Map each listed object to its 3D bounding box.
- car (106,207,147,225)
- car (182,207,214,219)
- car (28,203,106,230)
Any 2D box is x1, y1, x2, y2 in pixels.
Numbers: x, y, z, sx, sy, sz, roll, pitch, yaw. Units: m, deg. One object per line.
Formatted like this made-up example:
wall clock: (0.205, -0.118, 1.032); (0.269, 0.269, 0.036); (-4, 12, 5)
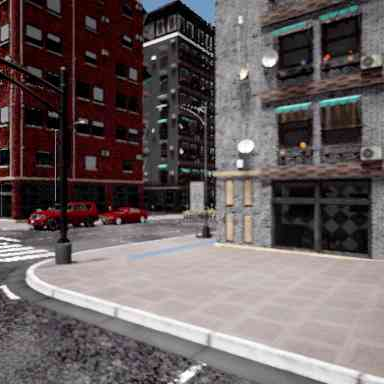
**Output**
car: (-5.789, 2.019, 28.658); (1.887, 1.381, 4.507); (-1, -2, 35)
car: (0.705, 2.203, 37.810); (1.752, 1.417, 4.829); (-1, -2, 35)
car: (-9.085, 1.687, 24.019); (2.192, 1.841, 5.009); (-1, -2, 35)
